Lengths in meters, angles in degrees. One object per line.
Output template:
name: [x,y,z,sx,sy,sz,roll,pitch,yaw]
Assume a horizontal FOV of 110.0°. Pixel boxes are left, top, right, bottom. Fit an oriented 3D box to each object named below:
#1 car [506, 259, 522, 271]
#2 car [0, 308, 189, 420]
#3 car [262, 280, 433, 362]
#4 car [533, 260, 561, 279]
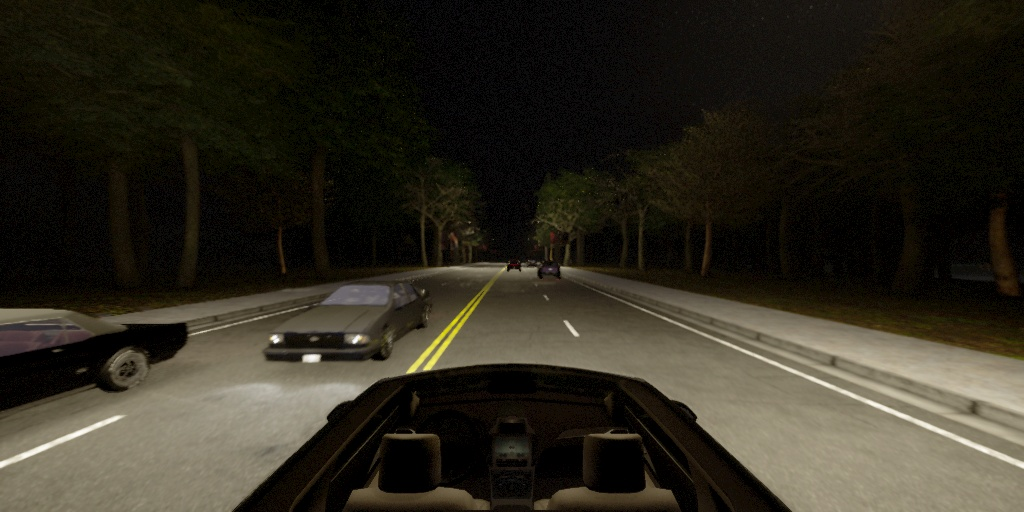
car: [0.312,1.307,49.102,1.837,1.490,4.892,0,0,1]
car: [-6.561,1.349,3.962,1.895,1.301,4.718,0,0,0]
car: [-3.266,1.295,8.541,2.033,1.411,5.357,0,0,1]
car: [3.373,1.191,33.356,2.033,1.649,4.856,0,0,1]
